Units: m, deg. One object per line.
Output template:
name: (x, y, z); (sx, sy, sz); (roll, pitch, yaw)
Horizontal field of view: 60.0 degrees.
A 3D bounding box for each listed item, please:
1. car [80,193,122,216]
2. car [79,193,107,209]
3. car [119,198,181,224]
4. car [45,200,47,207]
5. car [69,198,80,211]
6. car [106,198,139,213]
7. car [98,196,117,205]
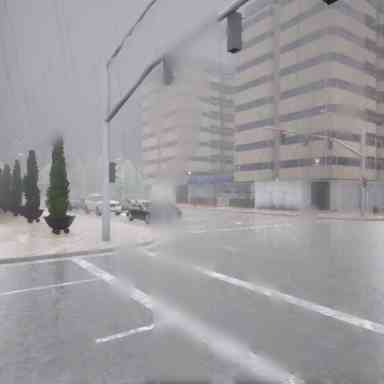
car: (-8.894, 1.222, 32.798); (2.150, 2.045, 5.566); (0, 0, -35)
car: (-13.759, 1.221, 45.914); (2.150, 2.045, 5.566); (0, 0, -34)
car: (-3.241, 1.491, 24.710); (2.128, 1.511, 4.902); (0, 0, -35)
car: (-20.475, 1.478, 49.455); (1.882, 1.535, 5.008); (0, 0, -34)
car: (-14.506, 1.526, 40.826); (1.812, 1.442, 4.674); (0, 0, -35)
car: (-7.859, 1.505, 37.431); (1.837, 1.490, 4.892); (0, 0, -35)
car: (-15.465, 1.526, 60.874); (1.812, 1.442, 4.674); (0, 0, -35)
